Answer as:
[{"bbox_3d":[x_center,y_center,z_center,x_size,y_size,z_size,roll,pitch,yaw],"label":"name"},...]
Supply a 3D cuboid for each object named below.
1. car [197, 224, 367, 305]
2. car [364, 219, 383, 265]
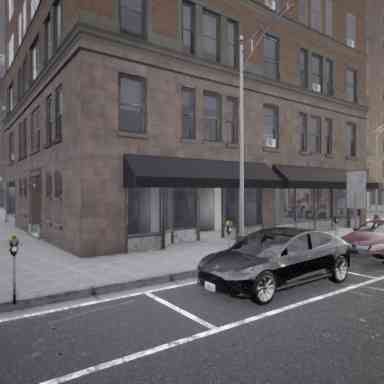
[{"bbox_3d":[2.133,1.565,8.091,4.313,1.339,1.947,0,0,-36],"label":"car"},{"bbox_3d":[6.595,1.582,11.310,4.206,1.307,1.802,0,0,-36],"label":"car"}]
